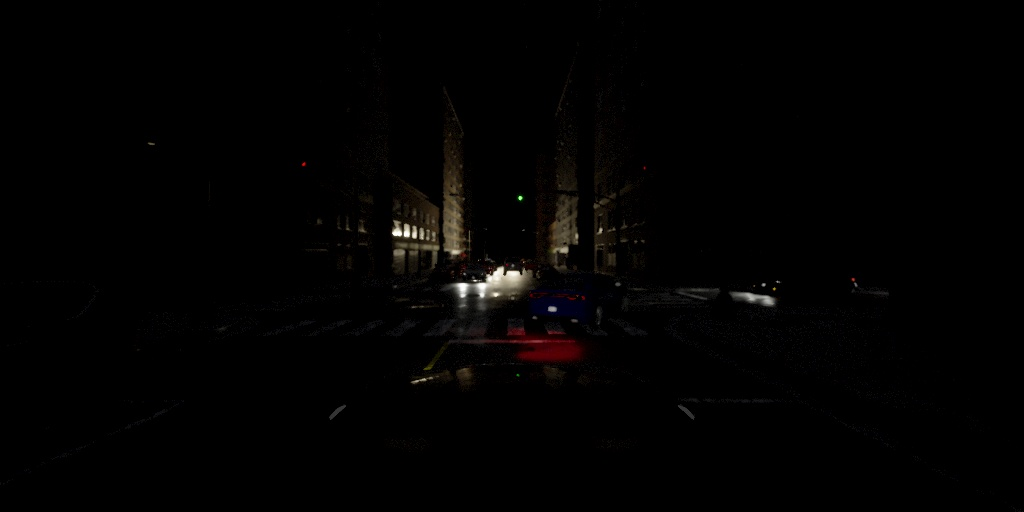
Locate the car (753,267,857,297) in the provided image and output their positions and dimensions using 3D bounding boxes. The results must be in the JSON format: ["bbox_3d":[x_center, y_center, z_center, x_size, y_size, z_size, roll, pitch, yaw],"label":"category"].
[{"bbox_3d":[14.683,1.256,18.102,4.181,1.385,1.994,0,0,0],"label":"car"}]

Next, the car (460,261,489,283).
[{"bbox_3d":[-3.099,1.397,30.051,1.812,1.442,4.674,0,0,-3],"label":"car"}]

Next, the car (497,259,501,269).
[{"bbox_3d":[-3.016,1.463,50.070,2.128,1.511,4.902,0,0,0],"label":"car"}]

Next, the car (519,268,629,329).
[{"bbox_3d":[2.348,1.272,11.708,1.882,1.535,5.008,-1,-1,31],"label":"car"}]

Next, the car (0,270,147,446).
[{"bbox_3d":[-5.669,1.069,2.511,2.192,1.841,5.009,0,0,0],"label":"car"}]

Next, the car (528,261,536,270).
[{"bbox_3d":[2.859,1.420,35.270,1.751,1.417,4.829,0,0,0],"label":"car"}]

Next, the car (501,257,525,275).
[{"bbox_3d":[0.104,1.153,42.521,2.150,2.045,5.566,0,0,0],"label":"car"}]

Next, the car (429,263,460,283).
[{"bbox_3d":[-5.667,1.451,29.511,1.802,1.307,4.207,0,0,0],"label":"car"}]

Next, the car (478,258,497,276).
[{"bbox_3d":[-3.082,1.270,39.747,2.097,1.767,4.553,0,0,0],"label":"car"}]

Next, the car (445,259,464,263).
[{"bbox_3d":[-5.666,1.210,35.075,2.192,1.841,5.009,0,0,0],"label":"car"}]

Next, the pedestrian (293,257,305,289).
[{"bbox_3d":[-12.544,0.976,21.040,0.375,1.860,0.375,0,1,0],"label":"pedestrian"}]

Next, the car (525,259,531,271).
[{"bbox_3d":[2.861,1.524,51.789,1.888,1.381,4.507,0,0,0],"label":"car"}]

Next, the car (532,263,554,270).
[{"bbox_3d":[2.859,1.450,29.537,1.802,1.307,4.207,0,0,0],"label":"car"}]
